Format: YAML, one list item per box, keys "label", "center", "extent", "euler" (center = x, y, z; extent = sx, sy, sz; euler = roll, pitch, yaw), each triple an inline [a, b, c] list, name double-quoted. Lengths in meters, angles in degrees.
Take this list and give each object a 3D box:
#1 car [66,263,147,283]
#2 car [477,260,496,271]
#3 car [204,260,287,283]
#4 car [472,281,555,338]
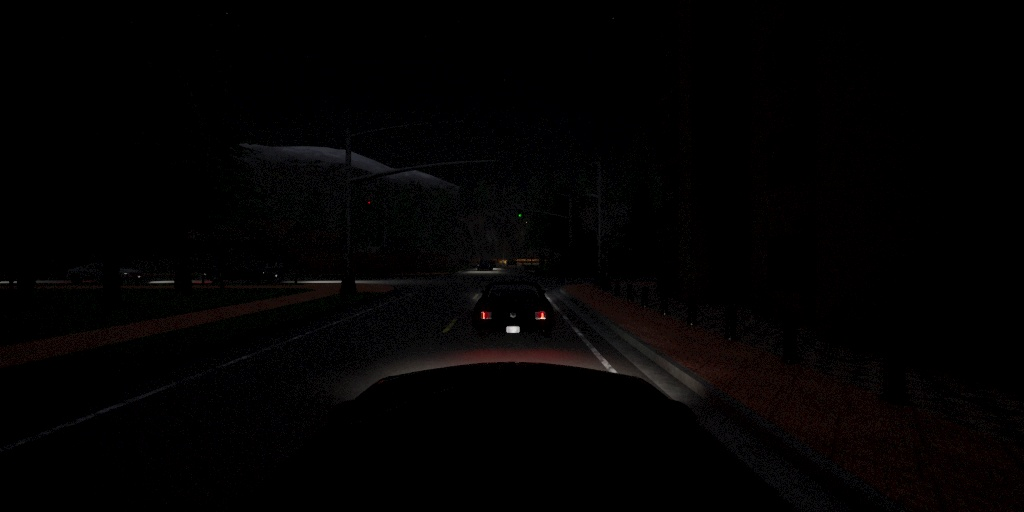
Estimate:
- label: "car"
  center: [-30.189, 1.262, 26.732]
  extent: [4.674, 1.442, 1.812]
  euler: [0, 0, -1]
- label: "car"
  center: [-3.694, 1.228, 49.787]
  extent: [1.882, 1.535, 5.008]
  euler: [0, 0, 0]
- label: "car"
  center: [-20.242, 1.227, 26.978]
  extent: [4.902, 1.511, 2.128]
  euler: [0, 0, -1]
- label: "car"
  center: [0.042, 1.351, 10.201]
  extent: [1.895, 1.301, 4.718]
  euler: [0, 0, 0]
